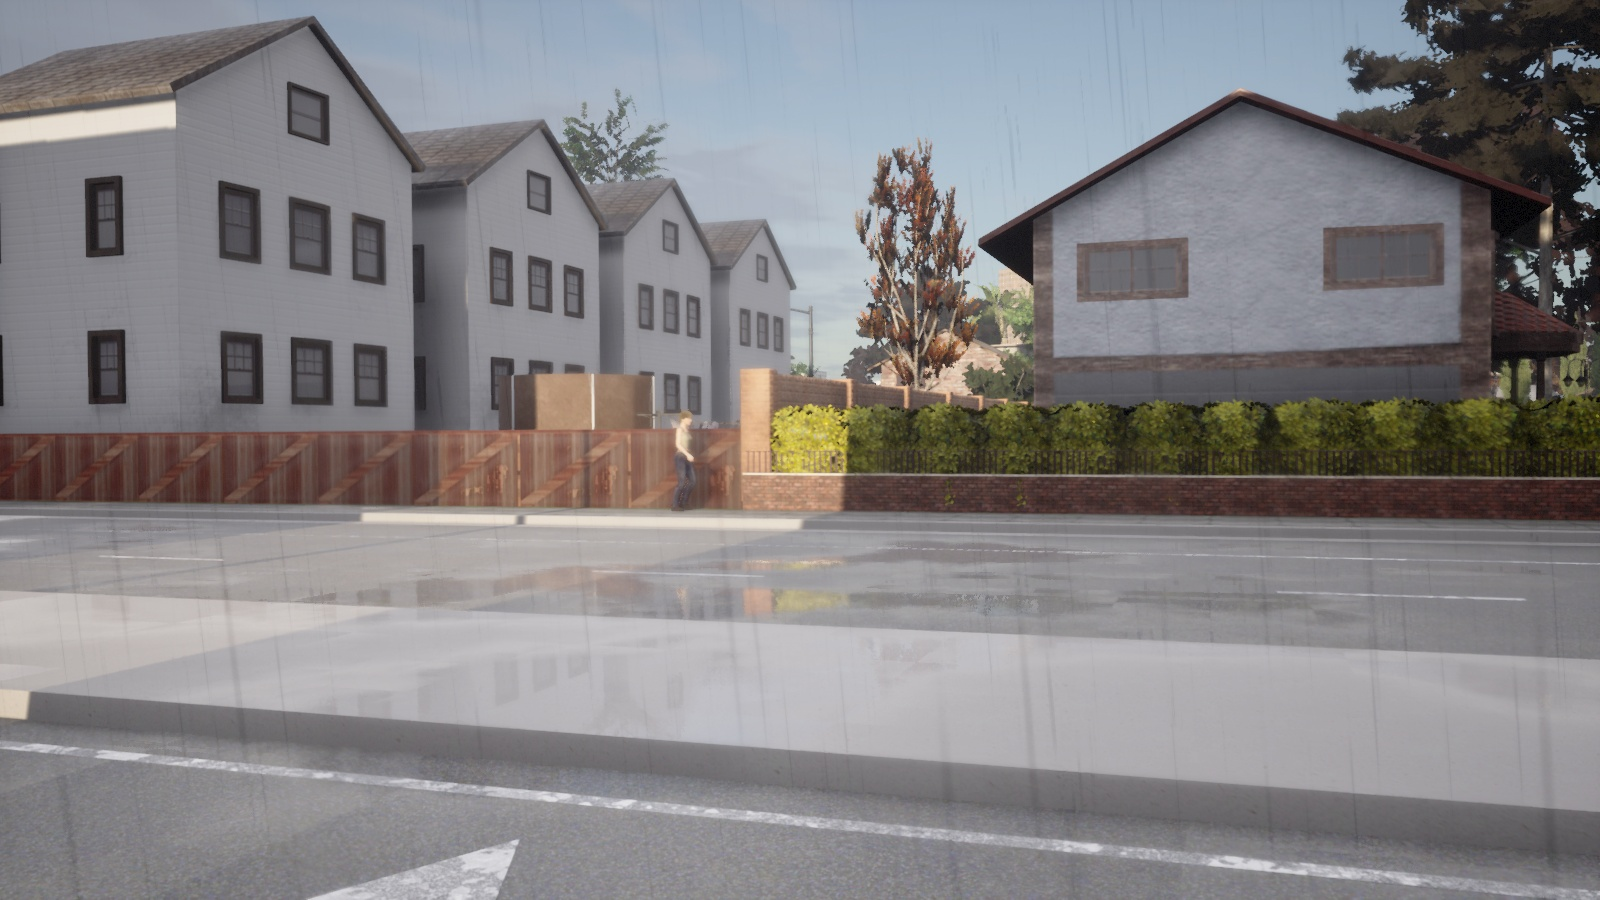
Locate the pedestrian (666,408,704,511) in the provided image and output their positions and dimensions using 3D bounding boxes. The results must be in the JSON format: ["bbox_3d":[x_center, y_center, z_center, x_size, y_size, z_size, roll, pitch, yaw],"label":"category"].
[{"bbox_3d":[-2.073,0.158,22.640,0.594,1.836,0.345,0,1,20],"label":"pedestrian"}]
